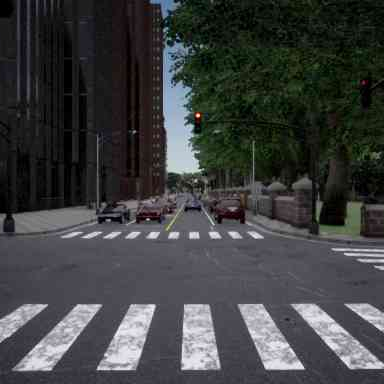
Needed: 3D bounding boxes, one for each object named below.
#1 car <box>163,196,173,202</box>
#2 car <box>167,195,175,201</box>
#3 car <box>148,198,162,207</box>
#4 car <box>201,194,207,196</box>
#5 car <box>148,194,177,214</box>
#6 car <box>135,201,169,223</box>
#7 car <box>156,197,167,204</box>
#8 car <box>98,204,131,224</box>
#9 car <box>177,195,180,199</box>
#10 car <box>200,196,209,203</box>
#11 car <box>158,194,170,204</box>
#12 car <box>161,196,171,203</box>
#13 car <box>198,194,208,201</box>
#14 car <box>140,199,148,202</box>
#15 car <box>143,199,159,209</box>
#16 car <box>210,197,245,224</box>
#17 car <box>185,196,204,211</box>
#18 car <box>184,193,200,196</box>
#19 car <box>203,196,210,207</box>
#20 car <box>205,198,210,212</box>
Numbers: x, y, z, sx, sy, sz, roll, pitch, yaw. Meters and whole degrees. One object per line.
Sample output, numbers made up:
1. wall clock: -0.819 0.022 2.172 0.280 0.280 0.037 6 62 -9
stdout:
1. car: -5.730 1.620 79.620 1.887 1.381 4.507 0 0 0
2. car: -5.725 1.534 90.534 1.967 1.590 4.097 0 0 0
3. car: -5.741 1.623 52.335 1.802 1.307 4.206 0 0 0
4. car: 2.784 1.481 52.338 1.967 1.590 4.097 0 0 0
5. car: -3.084 1.374 35.488 2.097 1.767 4.553 0 0 1
6. car: -3.089 1.612 25.495 1.895 1.301 4.718 0 0 0
7. car: -5.736 1.635 63.249 1.802 1.307 4.206 0 0 0
8. car: -5.752 1.577 25.050 1.947 1.339 4.313 0 0 0
9. car: -3.071 1.538 45.721 1.837 1.490 4.892 0 0 0
10. car: 2.793 1.593 74.334 1.752 1.417 4.829 0 0 0
11. car: -5.734 1.375 68.706 2.192 1.841 5.009 0 0 0
12. car: -5.732 1.612 74.163 1.887 1.381 4.507 0 0 0
13. car: 2.798 1.400 85.077 2.192 1.841 5.009 0 0 0
14. car: -5.745 1.579 41.420 2.008 1.369 4.403 0 0 0
15. car: -5.743 1.617 46.877 1.802 1.307 4.206 0 0 0
16. car: 2.773 1.326 25.056 2.192 1.841 5.009 0 0 0
17. car: 0.103 1.592 41.840 1.994 1.385 4.181 0 0 0
18. car: 0.113 1.404 63.219 2.097 1.767 4.553 0 0 0
19. car: 2.780 1.579 41.424 2.008 1.369 4.403 0 0 0
20. car: 2.778 1.588 35.968 1.947 1.339 4.313 0 0 0
